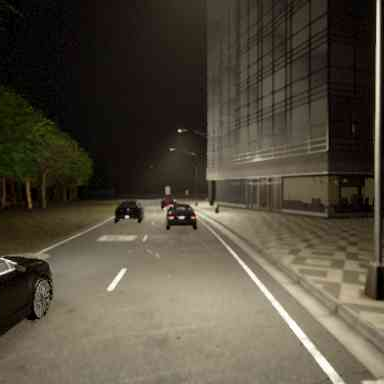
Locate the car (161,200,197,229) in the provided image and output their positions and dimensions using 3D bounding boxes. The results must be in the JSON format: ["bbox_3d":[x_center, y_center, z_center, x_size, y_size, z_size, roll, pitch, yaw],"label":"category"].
[{"bbox_3d":[-0.726,1.464,20.925,2.033,1.411,5.357,0,0,-4],"label":"car"}]

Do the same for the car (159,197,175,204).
[{"bbox_3d":[-2.932,1.358,41.526,1.837,1.490,4.892,0,1,-7],"label":"car"}]

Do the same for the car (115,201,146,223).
[{"bbox_3d":[-4.563,1.413,24.740,1.837,1.490,4.892,0,0,-5],"label":"car"}]

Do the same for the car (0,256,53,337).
[{"bbox_3d":[-3.495,1.476,4.323,2.128,1.511,4.902,0,0,-1],"label":"car"}]
